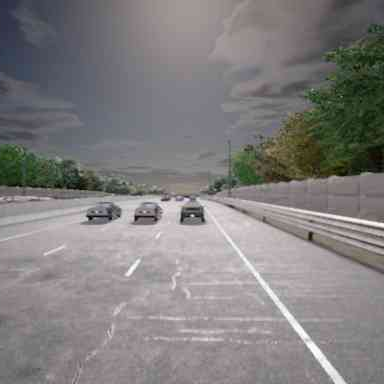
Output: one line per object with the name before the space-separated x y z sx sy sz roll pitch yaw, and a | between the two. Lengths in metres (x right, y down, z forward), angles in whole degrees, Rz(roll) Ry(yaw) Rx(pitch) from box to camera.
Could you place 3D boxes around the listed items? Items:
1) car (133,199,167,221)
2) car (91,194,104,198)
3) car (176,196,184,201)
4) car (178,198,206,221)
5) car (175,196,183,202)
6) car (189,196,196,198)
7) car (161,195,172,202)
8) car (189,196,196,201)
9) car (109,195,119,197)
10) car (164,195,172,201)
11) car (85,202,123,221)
car | -3.460 1.529 26.806 2.033 1.411 5.357 0 0 0
car | -20.881 1.127 73.711 1.882 1.535 5.008 0 -1 0
car | -3.350 1.766 94.716 1.994 1.385 4.181 0 -1 0
car | 0.041 1.499 26.801 1.837 1.490 4.892 0 0 0
car | -3.367 1.752 84.263 2.033 1.411 5.357 0 -1 0
car | 0.134 1.755 84.707 1.812 1.442 4.674 0 -1 0
car | -6.866 1.803 84.748 1.895 1.301 4.718 0 -1 0
car | 0.150 1.765 94.711 2.033 1.411 5.357 0 -1 0
car | -17.382 1.185 73.705 1.812 1.442 4.674 0 -1 0
car | -6.849 1.702 94.723 1.837 1.490 4.892 0 -1 0
car | -6.957 1.518 26.813 2.033 1.411 5.357 0 0 0
